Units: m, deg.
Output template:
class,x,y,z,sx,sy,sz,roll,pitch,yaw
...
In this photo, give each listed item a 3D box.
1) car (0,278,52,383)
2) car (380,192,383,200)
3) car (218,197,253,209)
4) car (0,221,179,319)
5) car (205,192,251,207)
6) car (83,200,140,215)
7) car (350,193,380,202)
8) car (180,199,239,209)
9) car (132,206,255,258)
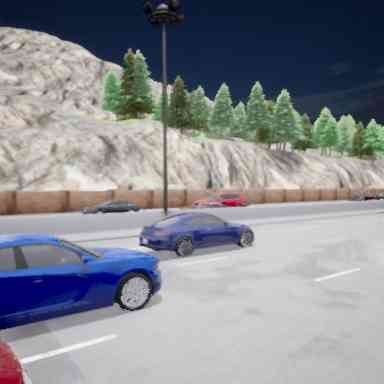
class,x,y,z,sx,sy,sz,roll,pitch,yaw
car,-3.223,1.626,1.447,4.718,1.301,1.895,-1,0,-36
car,37.900,0.727,64.532,4.553,1.767,2.097,-1,0,-35
car,5.550,1.337,42.336,4.181,1.385,1.994,-1,0,-35
car,-2.895,1.481,5.982,5.008,1.535,1.882,-1,0,-36
car,2.630,1.067,31.679,5.566,2.045,2.150,0,0,-35
car,-6.991,1.450,29.108,4.892,1.490,1.837,0,0,-35
car,27.321,0.880,53.101,4.553,1.767,2.097,-1,0,-34
car,1.164,1.481,26.333,4.718,1.301,1.895,-1,0,-35
car,0.296,1.472,12.564,4.674,1.442,1.812,-1,0,-36
